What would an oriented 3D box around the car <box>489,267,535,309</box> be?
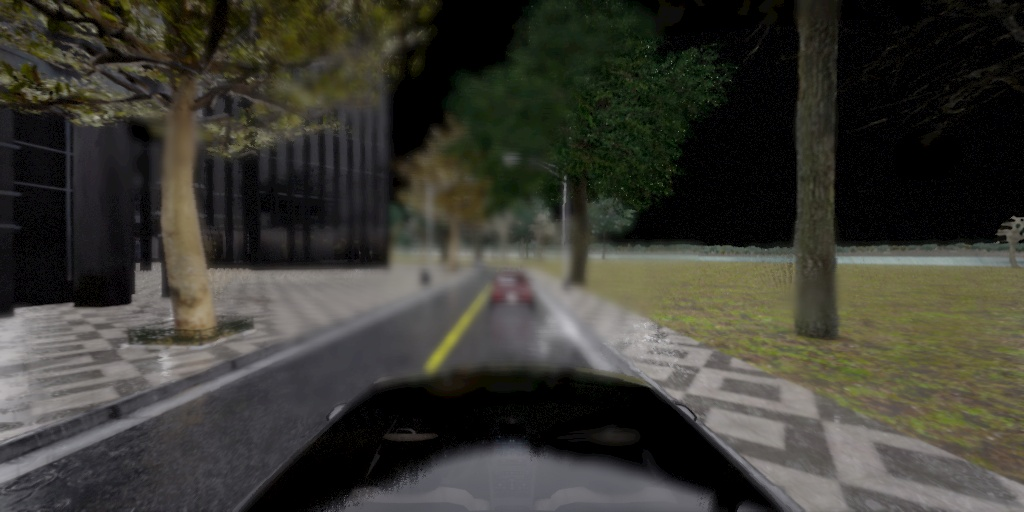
[{"bbox_3d":[0.019,1.408,15.758,1.812,1.442,4.674,0,0,0],"label":"car"}]
